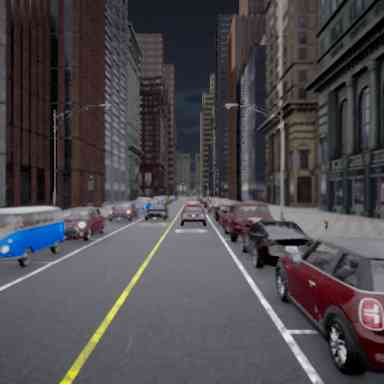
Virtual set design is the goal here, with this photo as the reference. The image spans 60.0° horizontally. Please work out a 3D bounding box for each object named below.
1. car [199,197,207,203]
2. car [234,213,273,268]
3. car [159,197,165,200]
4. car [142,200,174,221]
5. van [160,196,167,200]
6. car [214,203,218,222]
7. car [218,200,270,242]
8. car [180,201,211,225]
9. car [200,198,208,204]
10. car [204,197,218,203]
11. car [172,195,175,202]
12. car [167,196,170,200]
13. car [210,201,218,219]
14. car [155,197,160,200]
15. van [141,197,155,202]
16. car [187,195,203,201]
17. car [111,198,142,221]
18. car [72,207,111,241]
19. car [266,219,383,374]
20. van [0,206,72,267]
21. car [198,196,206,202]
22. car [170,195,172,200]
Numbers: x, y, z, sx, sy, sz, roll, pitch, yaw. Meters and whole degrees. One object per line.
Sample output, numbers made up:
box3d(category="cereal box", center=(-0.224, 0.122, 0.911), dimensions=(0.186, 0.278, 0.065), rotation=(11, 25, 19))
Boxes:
box3d(category="car", center=(2.780, 2.060, 84.592), dimensions=(1.802, 1.307, 4.206), rotation=(0, 0, 0))
box3d(category="car", center=(2.763, 1.628, 11.321), dimensions=(1.947, 1.339, 4.313), rotation=(0, 0, 0))
box3d(category="car", center=(-5.753, 1.829, 50.769), dimensions=(2.008, 1.369, 4.403), rotation=(0, 0, 0))
box3d(category="car", center=(-2.993, 1.739, 29.470), dimensions=(2.033, 1.411, 5.357), rotation=(0, 0, 0))
box3d(category="van", center=(-5.753, 1.652, 56.407), dimensions=(1.690, 1.788, 3.998), rotation=(0, 0, 0))
box3d(category="car", center=(2.765, 1.668, 22.594), dimensions=(1.887, 1.381, 4.507), rotation=(0, 0, 0))
box3d(category="car", center=(2.763, 1.408, 16.959), dimensions=(2.192, 1.841, 5.009), rotation=(0, 0, 0))
box3d(category="car", center=(0.105, 1.684, 25.114), dimensions=(2.033, 1.411, 5.357), rotation=(0, 0, 0))
box3d(category="car", center=(2.778, 2.026, 78.956), dimensions=(1.802, 1.307, 4.206), rotation=(0, 0, 0))
box3d(category="car", center=(2.769, 1.655, 39.502), dimensions=(1.967, 1.590, 4.097), rotation=(0, 0, 0))
box3d(category="car", center=(-5.747, 2.010, 78.952), dimensions=(1.947, 1.339, 4.313), rotation=(0, 0, 0))
box3d(category="car", center=(-5.751, 1.784, 62.043), dimensions=(1.967, 1.590, 4.097), rotation=(0, 0, 0))
box3d(category="car", center=(2.767, 1.719, 28.230), dimensions=(1.947, 1.339, 4.313), rotation=(0, 0, 0))
box3d(category="car", center=(-5.755, 1.771, 44.964), dimensions=(1.752, 1.417, 4.829), rotation=(0, 0, 0))
box3d(category="van", center=(-5.756, 1.556, 39.498), dimensions=(1.690, 1.788, 3.998), rotation=(0, 0, 0))
box3d(category="car", center=(0.107, 1.600, 45.207), dimensions=(2.097, 1.767, 4.553), rotation=(0, 0, 0))
box3d(category="car", center=(-5.759, 1.594, 28.224), dimensions=(1.967, 1.590, 4.097), rotation=(0, 0, 0))
box3d(category="car", center=(-5.761, 1.533, 16.951), dimensions=(1.967, 1.590, 4.097), rotation=(0, 0, 0))
box3d(category="car", center=(2.761, 1.472, 5.685), dimensions=(1.967, 1.590, 4.097), rotation=(0, 0, 0))
box3d(category="van", center=(-5.763, 1.403, 11.315), dimensions=(1.690, 1.788, 3.998), rotation=(0, 0, 0))
box3d(category="car", center=(2.780, 1.953, 90.229), dimensions=(1.967, 1.590, 4.097), rotation=(0, 0, 0))
box3d(category="car", center=(-5.750, 1.692, 67.681), dimensions=(2.192, 1.841, 5.009), rotation=(0, 0, 0))
